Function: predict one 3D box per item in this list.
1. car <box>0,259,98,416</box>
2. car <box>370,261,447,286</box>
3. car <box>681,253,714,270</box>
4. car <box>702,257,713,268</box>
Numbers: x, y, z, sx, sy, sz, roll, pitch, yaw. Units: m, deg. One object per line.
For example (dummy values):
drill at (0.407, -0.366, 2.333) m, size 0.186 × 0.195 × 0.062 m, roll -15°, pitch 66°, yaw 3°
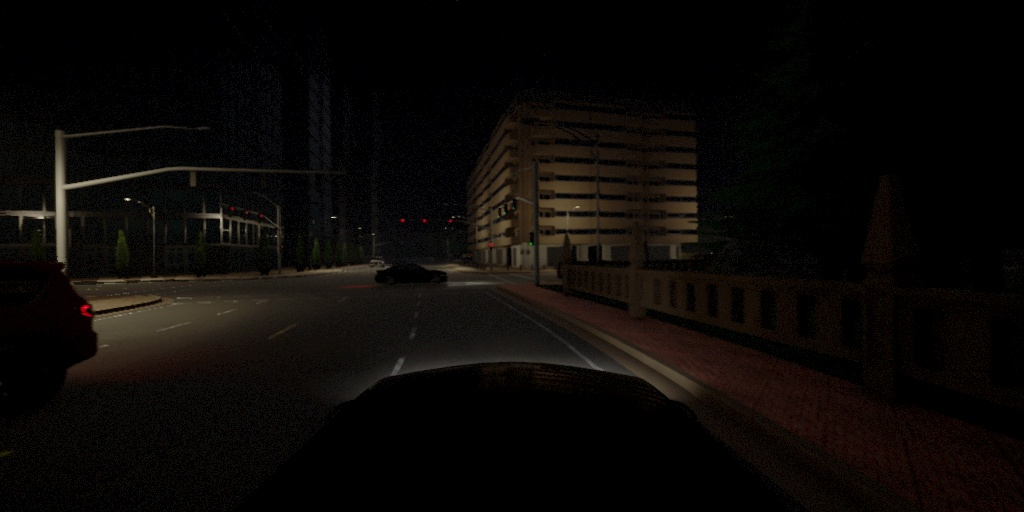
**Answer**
car at (-7.305, 1.057, 3.124) m, size 2.150 × 2.045 × 5.566 m, roll 0°, pitch 0°, yaw -5°
car at (-7.194, 1.308, 25.739) m, size 5.008 × 1.535 × 1.882 m, roll -1°, pitch 0°, yaw -14°
car at (23.398, 0.663, 44.065) m, size 5.566 × 2.045 × 2.150 m, roll -1°, pitch 0°, yaw -13°
car at (24.568, 1.034, 40.748) m, size 4.718 × 1.301 × 1.895 m, roll -1°, pitch 0°, yaw -14°
